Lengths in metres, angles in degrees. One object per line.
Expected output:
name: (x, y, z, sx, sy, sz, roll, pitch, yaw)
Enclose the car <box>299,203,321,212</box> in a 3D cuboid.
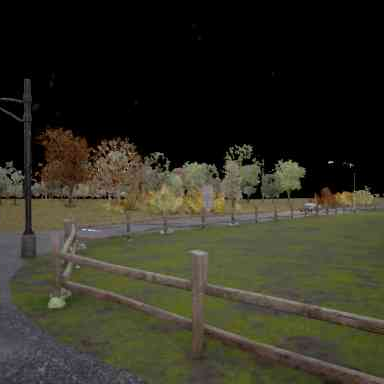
car: (18.924, 2.449, 52.945, 2.033, 1.411, 5.357, -1, -2, 40)
